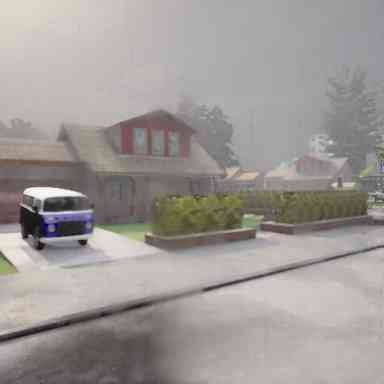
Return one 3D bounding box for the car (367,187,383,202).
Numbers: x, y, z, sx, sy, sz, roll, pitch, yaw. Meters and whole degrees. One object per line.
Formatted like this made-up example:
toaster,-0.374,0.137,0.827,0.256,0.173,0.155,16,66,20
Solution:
car,23.571,0.283,41.622,3.866,1.878,1.905,-1,1,-2
